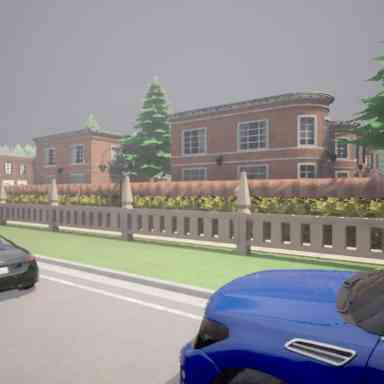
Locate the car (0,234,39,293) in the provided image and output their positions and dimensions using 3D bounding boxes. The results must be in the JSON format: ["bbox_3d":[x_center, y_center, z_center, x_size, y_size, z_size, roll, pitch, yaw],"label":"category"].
[{"bbox_3d":[-5.477,1.561,7.852,4.181,1.385,1.994,0,0,36],"label":"car"}]

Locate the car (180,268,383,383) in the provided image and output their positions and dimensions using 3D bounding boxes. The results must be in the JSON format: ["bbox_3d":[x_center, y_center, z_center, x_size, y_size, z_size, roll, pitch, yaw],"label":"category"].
[{"bbox_3d":[2.546,1.224,2.176,5.566,2.045,2.150,0,0,36],"label":"car"}]
